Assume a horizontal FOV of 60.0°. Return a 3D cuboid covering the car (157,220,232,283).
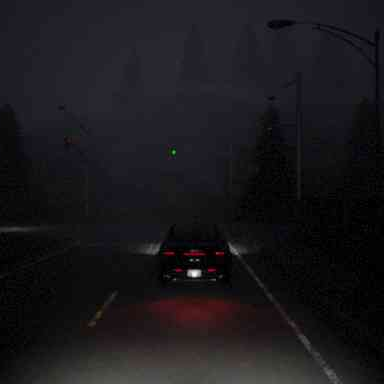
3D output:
[{"bbox_3d":[0.072,1.605,9.876,1.837,1.490,4.892,0,-1,0],"label":"car"}]
